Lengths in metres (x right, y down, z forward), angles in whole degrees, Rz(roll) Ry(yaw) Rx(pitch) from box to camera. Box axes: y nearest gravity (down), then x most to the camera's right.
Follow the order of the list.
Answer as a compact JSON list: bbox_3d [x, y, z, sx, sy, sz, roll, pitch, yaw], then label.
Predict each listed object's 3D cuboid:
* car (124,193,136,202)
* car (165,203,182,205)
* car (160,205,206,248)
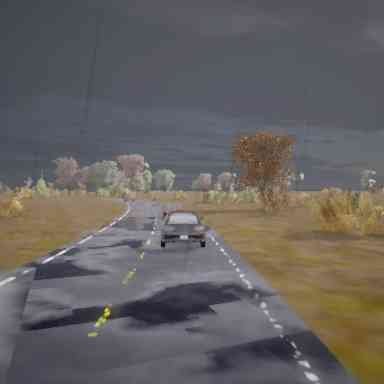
[{"bbox_3d":[-14.066,1.254,75.214,2.150,2.045,5.566,0,0,-17],"label":"car"},{"bbox_3d":[-1.713,1.618,29.825,1.895,1.301,4.718,0,0,-6],"label":"car"},{"bbox_3d":[-0.429,1.532,14.766,1.812,1.442,4.674,0,0,-3],"label":"car"}]
